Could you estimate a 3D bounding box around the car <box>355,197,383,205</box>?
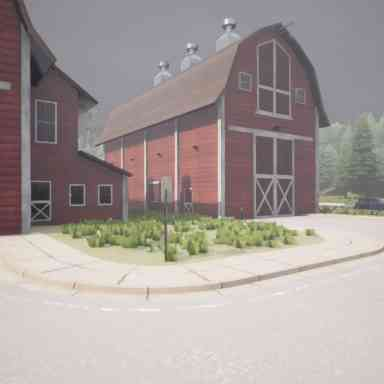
[{"bbox_3d":[20.145,1.387,36.102,2.097,1.767,4.553,0,0,-34],"label":"car"}]
